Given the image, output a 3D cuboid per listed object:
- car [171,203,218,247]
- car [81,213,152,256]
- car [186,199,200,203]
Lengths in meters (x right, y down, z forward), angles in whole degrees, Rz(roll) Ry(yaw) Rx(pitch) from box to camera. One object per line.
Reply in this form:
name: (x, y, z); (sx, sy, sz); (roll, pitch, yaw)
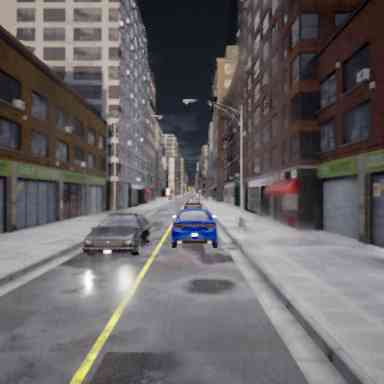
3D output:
car: (0.106, 1.489, 15.185); (1.882, 1.535, 5.008); (0, 0, 0)
car: (-2.744, 1.557, 13.454); (2.033, 1.411, 5.357); (0, 0, 0)
car: (0.116, 1.520, 34.865); (2.128, 1.511, 4.902); (0, 0, 0)
